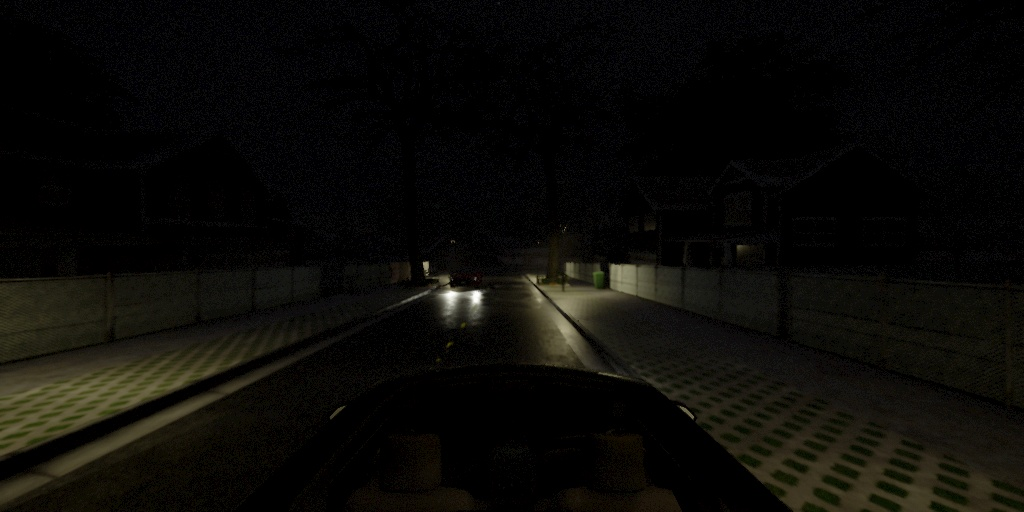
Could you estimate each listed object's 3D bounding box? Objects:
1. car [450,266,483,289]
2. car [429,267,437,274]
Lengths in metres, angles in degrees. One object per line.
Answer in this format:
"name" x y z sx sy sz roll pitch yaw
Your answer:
"car" -3.058 1.406 24.782 1.882 1.535 5.008 0 -1 -1
"car" -13.247 1.899 51.500 4.718 1.301 1.895 0 2 -18
